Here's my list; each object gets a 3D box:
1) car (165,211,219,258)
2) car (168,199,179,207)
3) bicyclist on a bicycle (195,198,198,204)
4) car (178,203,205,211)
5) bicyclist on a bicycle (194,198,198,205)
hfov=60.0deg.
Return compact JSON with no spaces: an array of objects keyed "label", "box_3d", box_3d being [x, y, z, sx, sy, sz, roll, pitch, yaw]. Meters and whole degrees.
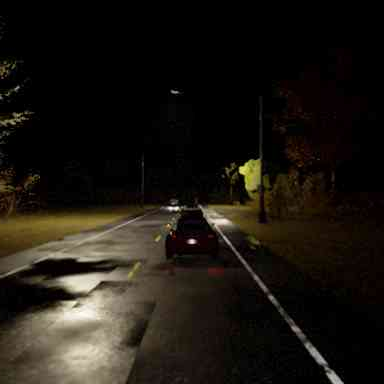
[{"label":"car","box_3d":[0.012,1.702,13.459,1.994,1.385,4.181,0,0,0]},{"label":"car","box_3d":[-3.559,2.126,64.554,2.128,1.511,4.902,0,-1,1]},{"label":"bicyclist on a bicycle","box_3d":[0.925,2.066,71.932,0.659,1.776,1.843,0,0,0]},{"label":"car","box_3d":[0.004,1.793,28.481,1.837,1.490,4.892,0,0,0]},{"label":"bicyclist on a bicycle","box_3d":[0.918,2.219,80.933,0.866,1.612,1.509,0,-1,0]}]
